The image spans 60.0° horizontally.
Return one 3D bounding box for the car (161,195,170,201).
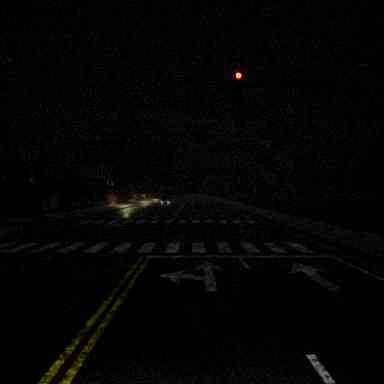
[{"bbox_3d":[-6.343,1.452,79.263,1.837,1.490,4.892,0,0,0],"label":"car"}]
